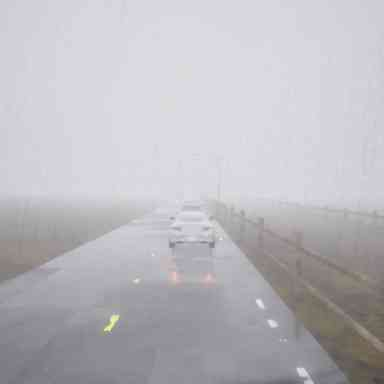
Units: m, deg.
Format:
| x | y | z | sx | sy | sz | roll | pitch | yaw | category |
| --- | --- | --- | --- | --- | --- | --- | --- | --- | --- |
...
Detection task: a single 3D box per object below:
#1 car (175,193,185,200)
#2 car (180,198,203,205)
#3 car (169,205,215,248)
| x | y | z | sx | sy | sz | roll | pitch | yaw | category |
| --- | --- | --- | --- | --- | --- | --- | --- | --- | --- |
| -2.750 | 0.975 | 75.957 | 2.097 | 1.767 | 4.553 | 0 | 1 | 0 | car |
| 0.000 | 1.517 | 29.650 | 1.812 | 1.442 | 4.674 | 0 | 0 | 0 | car |
| 0.000 | 1.525 | 14.650 | 1.812 | 1.442 | 4.674 | 0 | 0 | 0 | car |
